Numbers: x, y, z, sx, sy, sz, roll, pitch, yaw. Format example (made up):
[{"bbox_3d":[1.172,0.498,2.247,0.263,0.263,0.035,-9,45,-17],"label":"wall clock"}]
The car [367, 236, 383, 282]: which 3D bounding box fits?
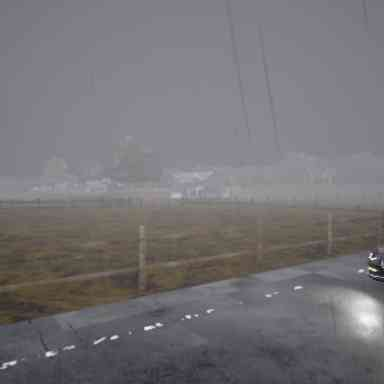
[{"bbox_3d":[6.416,1.495,8.541,4.892,1.490,1.837,0,0,-35],"label":"car"}]
